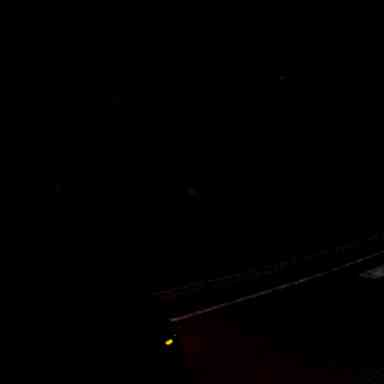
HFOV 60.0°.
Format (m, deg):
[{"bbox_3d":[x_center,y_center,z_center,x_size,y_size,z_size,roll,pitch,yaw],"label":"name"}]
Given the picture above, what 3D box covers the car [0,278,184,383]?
[{"bbox_3d":[-2.227,1.536,2.561,4.674,1.442,1.812,0,0,-36],"label":"car"}]
